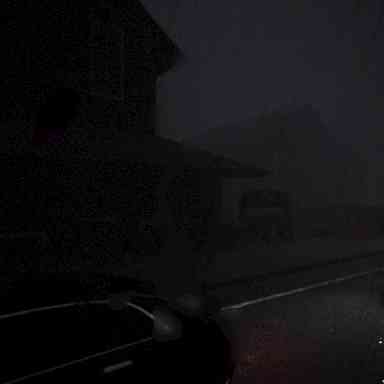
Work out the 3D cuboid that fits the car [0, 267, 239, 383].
[{"bbox_3d":[-1.801,1.507,2.619,4.892,1.490,1.837,1,0,-36],"label":"car"}]
